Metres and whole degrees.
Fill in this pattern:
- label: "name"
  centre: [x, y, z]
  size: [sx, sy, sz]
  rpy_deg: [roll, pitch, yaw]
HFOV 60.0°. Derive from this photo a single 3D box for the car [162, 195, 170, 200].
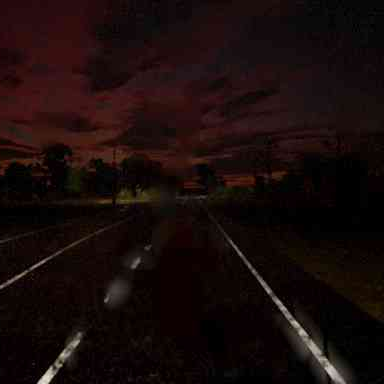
- label: "car"
  centre: [-6.928, 1.419, 89.502]
  size: [1.994, 1.385, 4.181]
  rpy_deg: [0, 0, 0]
